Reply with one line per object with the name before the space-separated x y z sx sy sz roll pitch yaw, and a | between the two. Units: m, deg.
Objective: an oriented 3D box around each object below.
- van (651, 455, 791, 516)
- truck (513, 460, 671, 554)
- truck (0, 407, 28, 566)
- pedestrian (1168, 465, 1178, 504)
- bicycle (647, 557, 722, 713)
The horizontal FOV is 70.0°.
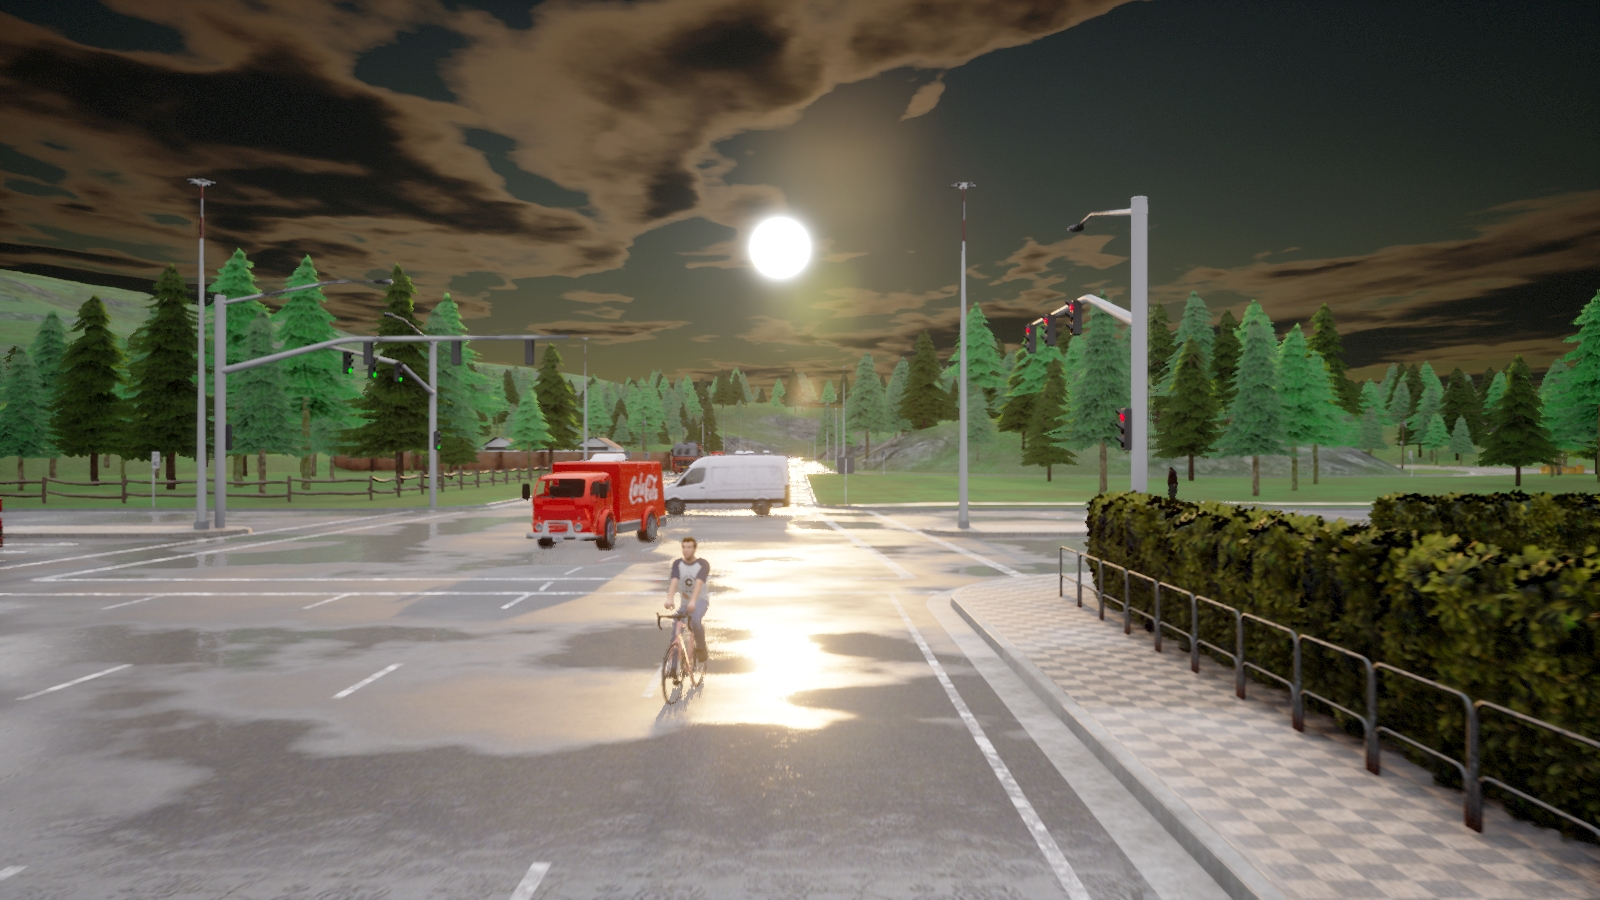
van | -3.360 1.523 49.327 5.915 2.561 1.988 0 0 -1
truck | -5.909 1.560 33.303 2.627 2.467 5.204 -1 0 14
truck | -23.573 0.883 27.172 8.468 3.827 2.891 0 0 0
pedestrian | 18.163 1.683 55.652 0.375 1.860 0.375 0 0 -3
bicycle | -1.295 2.052 13.039 0.373 1.496 1.643 0 0 11
